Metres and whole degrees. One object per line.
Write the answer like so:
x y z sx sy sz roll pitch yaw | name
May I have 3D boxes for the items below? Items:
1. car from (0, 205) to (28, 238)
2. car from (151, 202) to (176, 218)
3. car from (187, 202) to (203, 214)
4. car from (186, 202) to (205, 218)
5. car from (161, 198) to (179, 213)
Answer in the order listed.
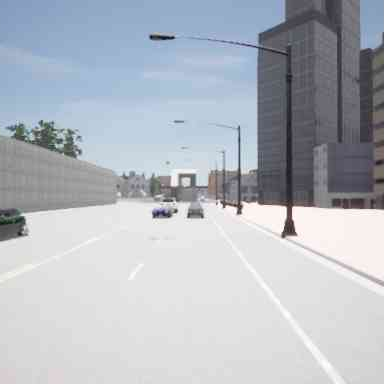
-10.425 1.571 17.033 2.097 1.767 4.553 0 -1 1 | car
-3.127 2.071 35.680 1.895 1.301 4.718 0 -1 1 | car
0.444 2.162 46.494 2.033 1.411 5.357 0 -1 1 | car
0.379 2.022 35.861 2.033 1.411 5.357 0 -1 1 | car
-3.065 1.821 45.498 2.150 2.045 5.566 0 -1 1 | car
